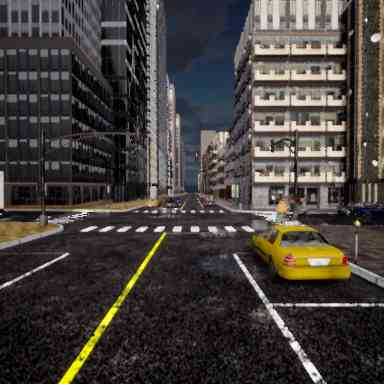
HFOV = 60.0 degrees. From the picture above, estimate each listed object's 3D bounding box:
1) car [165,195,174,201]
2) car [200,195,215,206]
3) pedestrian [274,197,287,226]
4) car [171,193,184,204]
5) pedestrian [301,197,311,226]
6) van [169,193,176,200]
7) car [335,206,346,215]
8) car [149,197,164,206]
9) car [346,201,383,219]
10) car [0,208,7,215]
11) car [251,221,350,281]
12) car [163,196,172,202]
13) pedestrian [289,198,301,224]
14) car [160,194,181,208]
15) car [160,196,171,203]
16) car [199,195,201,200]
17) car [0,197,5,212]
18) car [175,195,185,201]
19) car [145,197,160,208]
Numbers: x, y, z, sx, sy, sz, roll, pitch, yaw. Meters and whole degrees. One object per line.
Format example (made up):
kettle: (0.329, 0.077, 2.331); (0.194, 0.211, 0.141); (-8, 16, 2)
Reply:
car: (-5.548, 1.498, 81.426); (1.887, 1.381, 4.507); (-1, 0, 0)
car: (2.778, 1.518, 53.138); (2.008, 1.369, 4.403); (-1, 0, 0)
pedestrian: (5.108, 1.133, 19.045); (0.375, 1.860, 0.375); (-1, 1, 0)
car: (-2.930, 1.488, 63.124); (1.812, 1.442, 4.674); (0, 0, 1)
pedestrian: (6.191, 1.132, 18.442); (0.375, 1.860, 0.375); (-1, 1, 0)
van: (-5.530, 1.289, 92.736); (1.690, 1.788, 3.998); (-1, 0, 0)
car: (16.376, 1.611, 32.636); (4.403, 1.369, 2.008); (0, 1, 1)
car: (-5.601, 1.533, 53.153); (1.947, 1.339, 4.313); (-1, 0, 0)
car: (16.990, 1.710, 30.035); (4.718, 1.301, 1.895); (0, 1, 1)
car: (-18.276, 1.411, 27.392); (5.357, 1.411, 2.033); (1, 1, 1)
car: (2.825, 1.519, 9.698); (1.752, 1.417, 4.829); (-1, 0, 0)
car: (-5.558, 1.538, 75.772); (1.802, 1.307, 4.206); (-1, 0, 0)
pedestrian: (5.480, 1.130, 17.844); (0.375, 1.860, 0.375); (-1, 1, 0)
car: (-3.000, 1.476, 46.780); (1.837, 1.490, 4.892); (0, 0, 0)
car: (-5.569, 1.504, 70.117); (1.887, 1.381, 4.507); (-1, 0, 0)
car: (2.841, 1.390, 87.066); (1.967, 1.590, 4.097); (-1, 0, 0)
car: (-21.598, 1.263, 33.205); (4.829, 1.417, 1.752); (0, 1, 1)
car: (-2.850, 1.321, 78.653); (2.033, 1.411, 5.357); (0, 0, 0)
car: (-5.613, 1.496, 47.329); (1.752, 1.417, 4.829); (-1, 0, 0)
